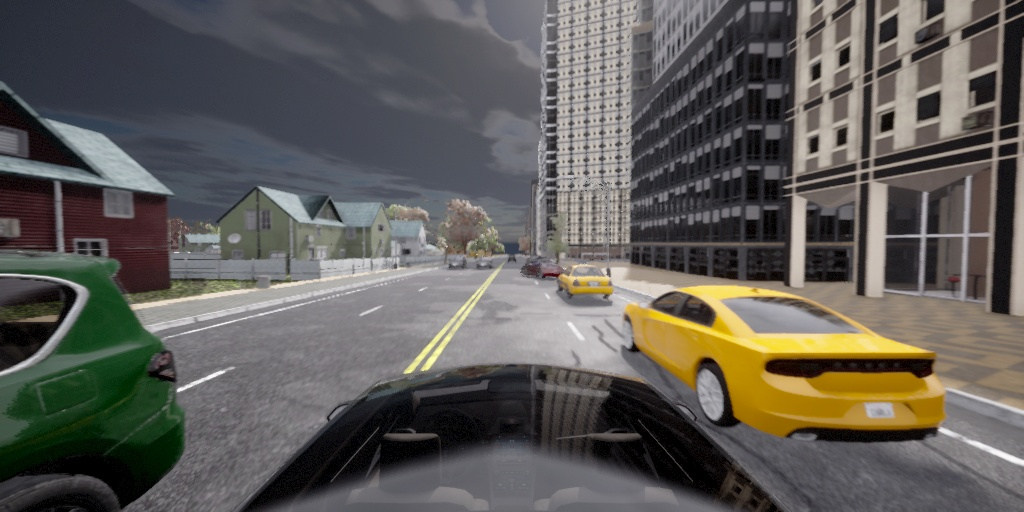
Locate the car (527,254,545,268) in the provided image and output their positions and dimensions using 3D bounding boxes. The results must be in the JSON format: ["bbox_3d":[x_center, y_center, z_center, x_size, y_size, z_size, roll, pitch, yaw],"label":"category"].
[{"bbox_3d":[3.255,0.637,49.627,2.097,1.767,4.553,0,1,0],"label":"car"}]

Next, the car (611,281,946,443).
[{"bbox_3d":[3.251,1.187,5.644,1.882,1.535,5.008,0,1,0],"label":"car"}]

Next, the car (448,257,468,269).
[{"bbox_3d":[-6.557,0.828,43.920,2.128,1.511,4.902,0,0,0],"label":"car"}]

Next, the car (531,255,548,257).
[{"bbox_3d":[3.254,0.816,38.655,2.033,1.649,4.856,0,1,0],"label":"car"}]

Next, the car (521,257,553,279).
[{"bbox_3d":[2.389,1.039,28.953,1.994,1.385,4.181,0,1,-25],"label":"car"}]

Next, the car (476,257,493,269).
[{"bbox_3d":[-3.308,0.827,44.020,2.128,1.511,4.902,0,1,0],"label":"car"}]

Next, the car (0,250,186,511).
[{"bbox_3d":[-3.348,0.988,0.138,2.150,2.045,5.566,0,1,0],"label":"car"}]

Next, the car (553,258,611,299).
[{"bbox_3d":[3.252,1.050,16.837,1.801,1.575,5.366,0,1,0],"label":"car"}]
